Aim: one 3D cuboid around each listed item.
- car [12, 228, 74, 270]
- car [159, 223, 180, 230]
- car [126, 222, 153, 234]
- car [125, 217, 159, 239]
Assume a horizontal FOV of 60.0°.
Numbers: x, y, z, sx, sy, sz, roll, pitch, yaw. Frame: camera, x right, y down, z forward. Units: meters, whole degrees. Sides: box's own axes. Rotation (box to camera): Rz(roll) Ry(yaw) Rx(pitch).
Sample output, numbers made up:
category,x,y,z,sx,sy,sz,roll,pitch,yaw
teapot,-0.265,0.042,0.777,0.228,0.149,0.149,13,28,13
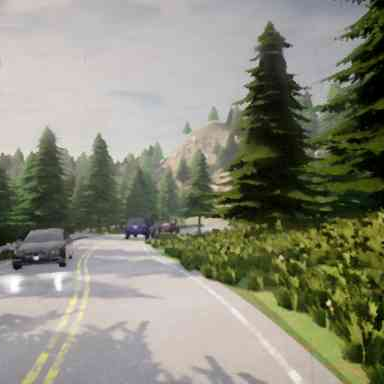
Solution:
category,x,y,z,sx,sy,sz,roll,pitch,yaw
car,-6.190,2.326,14.245,1.837,1.490,4.892,0,-5,-15
car,-2.998,4.766,43.878,1.812,1.442,4.674,0,-5,15
car,-6.744,4.643,43.180,1.812,1.442,4.674,0,-5,15
car,-4.960,3.500,32.483,2.150,2.045,5.566,0,-5,3
